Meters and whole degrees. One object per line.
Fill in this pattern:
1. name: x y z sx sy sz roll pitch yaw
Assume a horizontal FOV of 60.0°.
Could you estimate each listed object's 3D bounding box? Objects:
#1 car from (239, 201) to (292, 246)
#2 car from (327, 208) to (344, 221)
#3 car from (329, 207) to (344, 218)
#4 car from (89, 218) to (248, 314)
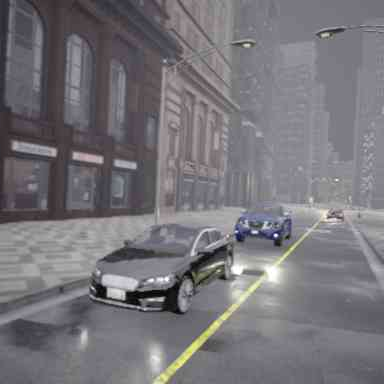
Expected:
1. car: 3.985 1.556 17.742 2.150 2.045 5.566 3 0 23
2. car: 17.747 2.810 41.105 1.895 1.301 4.718 3 0 24
3. car: 22.026 3.096 50.814 1.895 1.301 4.718 3 0 23
4. car: -0.358 1.531 7.925 2.128 1.511 4.902 3 0 22
